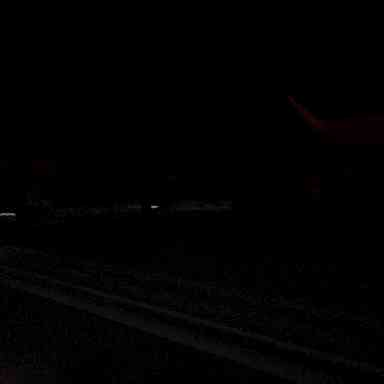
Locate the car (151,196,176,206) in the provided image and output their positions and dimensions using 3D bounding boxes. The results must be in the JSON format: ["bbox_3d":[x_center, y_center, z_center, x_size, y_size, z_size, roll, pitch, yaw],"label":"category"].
[{"bbox_3d":[-4.658,1.374,51.575,2.033,1.411,5.357,0,0,34],"label":"car"}]

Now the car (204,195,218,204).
[{"bbox_3d":[3.386,1.344,58.593,1.837,1.490,4.892,0,0,14],"label":"car"}]

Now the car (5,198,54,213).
[{"bbox_3d":[-16.534,1.356,34.070,1.812,1.442,4.674,0,0,34],"label":"car"}]
